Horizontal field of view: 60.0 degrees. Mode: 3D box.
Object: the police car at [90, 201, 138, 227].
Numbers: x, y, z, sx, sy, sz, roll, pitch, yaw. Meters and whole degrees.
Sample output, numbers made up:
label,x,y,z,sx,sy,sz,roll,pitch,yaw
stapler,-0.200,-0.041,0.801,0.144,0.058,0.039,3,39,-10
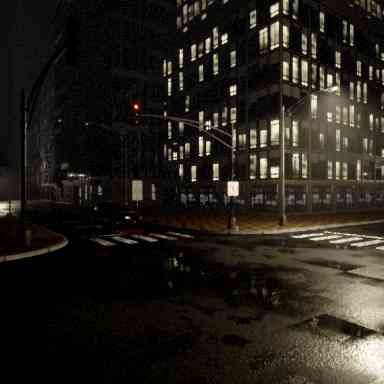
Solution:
label,x,y,z,sx,sy,sz,roll,pitch,yaw
police car,-5.553,1.422,23.019,1.930,1.638,5.238,0,0,-35
